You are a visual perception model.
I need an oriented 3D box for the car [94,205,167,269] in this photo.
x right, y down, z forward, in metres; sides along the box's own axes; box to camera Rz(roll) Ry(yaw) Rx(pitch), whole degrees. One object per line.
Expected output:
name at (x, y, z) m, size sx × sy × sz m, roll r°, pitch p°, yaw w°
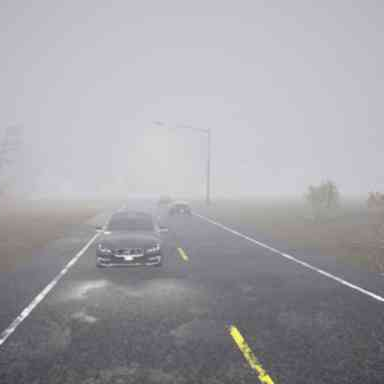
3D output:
car at (-1.984, 1.398, 10.933) m, size 1.837 × 1.490 × 4.892 m, roll 0°, pitch 1°, yaw -9°

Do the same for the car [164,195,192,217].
car at (-1.140, 1.292, 28.759) m, size 1.812 × 1.442 × 4.674 m, roll 0°, pitch 1°, yaw -9°

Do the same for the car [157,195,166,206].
car at (-3.708, 1.120, 45.135) m, size 1.837 × 1.490 × 4.892 m, roll 1°, pitch 0°, yaw -9°
